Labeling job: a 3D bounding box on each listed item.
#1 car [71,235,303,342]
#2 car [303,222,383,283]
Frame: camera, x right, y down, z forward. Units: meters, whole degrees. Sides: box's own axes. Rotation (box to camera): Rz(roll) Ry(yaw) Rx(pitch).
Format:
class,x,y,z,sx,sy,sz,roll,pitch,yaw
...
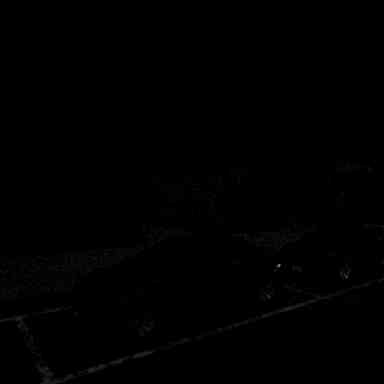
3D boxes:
class,x,y,z,sx,sy,sz,roll,pitch,yaw
car,-0.053,1.570,6.491,4.313,1.339,1.947,0,0,-35
car,4.448,1.575,9.696,4.313,1.339,1.947,0,0,-35
